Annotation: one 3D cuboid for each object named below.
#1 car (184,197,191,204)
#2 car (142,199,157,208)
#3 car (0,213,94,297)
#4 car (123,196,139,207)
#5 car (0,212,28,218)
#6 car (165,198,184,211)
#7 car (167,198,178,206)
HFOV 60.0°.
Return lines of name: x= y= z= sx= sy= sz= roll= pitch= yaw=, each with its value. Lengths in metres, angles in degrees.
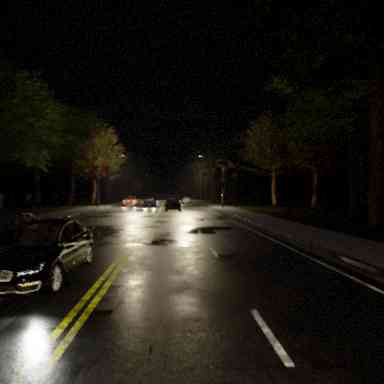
car: x=-1.221 y=1.815 z=73.269 sx=1.812 sy=1.442 sz=4.674 roll=0 pitch=0 yaw=-4
car: x=-6.322 y=1.693 z=50.154 sx=1.994 sy=1.385 sz=4.181 roll=0 pitch=0 yaw=-3
car: x=-3.930 y=1.494 z=8.704 sx=1.837 sy=1.490 sz=4.892 roll=0 pitch=0 yaw=-3
car: x=-9.763 y=1.472 z=53.191 sx=2.097 sy=1.767 sz=4.553 roll=0 pitch=0 yaw=-3
car: x=-7.434 y=1.521 z=13.285 sx=2.033 sy=1.411 sz=5.357 roll=0 pitch=0 yaw=-3
car: x=-2.371 y=1.593 z=41.687 sx=1.882 sy=1.535 sz=5.008 roll=0 pitch=0 yaw=-3
car: x=-3.507 y=1.802 z=59.924 sx=1.895 sy=1.301 sz=4.718 roll=0 pitch=0 yaw=-4
